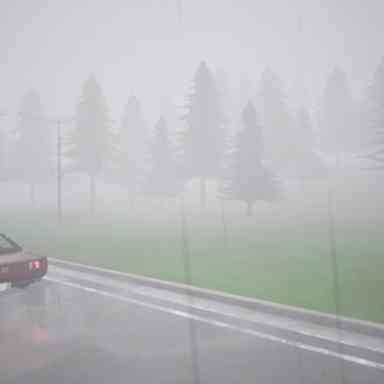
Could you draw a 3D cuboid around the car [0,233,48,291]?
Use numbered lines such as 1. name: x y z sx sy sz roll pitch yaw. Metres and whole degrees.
1. car: -5.589 1.617 7.973 4.718 1.301 1.895 0 0 35
